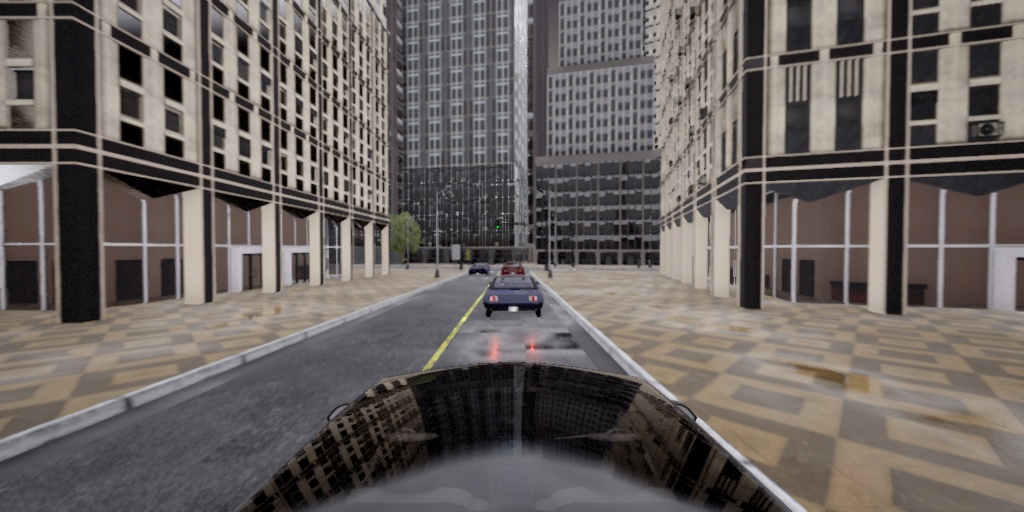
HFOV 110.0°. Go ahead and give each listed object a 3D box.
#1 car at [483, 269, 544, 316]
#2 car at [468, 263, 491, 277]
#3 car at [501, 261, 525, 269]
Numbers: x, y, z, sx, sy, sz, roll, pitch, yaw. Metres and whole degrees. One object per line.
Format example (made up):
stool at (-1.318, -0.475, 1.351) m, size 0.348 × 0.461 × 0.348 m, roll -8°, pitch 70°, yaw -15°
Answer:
car at (0.063, 1.325, 13.160) m, size 1.895 × 1.301 × 4.718 m, roll 0°, pitch 0°, yaw 0°
car at (-3.057, 1.285, 34.479) m, size 1.895 × 1.301 × 4.718 m, roll 0°, pitch 0°, yaw 0°
car at (0.073, 1.170, 29.889) m, size 1.882 × 1.535 × 5.008 m, roll 0°, pitch 0°, yaw 0°
